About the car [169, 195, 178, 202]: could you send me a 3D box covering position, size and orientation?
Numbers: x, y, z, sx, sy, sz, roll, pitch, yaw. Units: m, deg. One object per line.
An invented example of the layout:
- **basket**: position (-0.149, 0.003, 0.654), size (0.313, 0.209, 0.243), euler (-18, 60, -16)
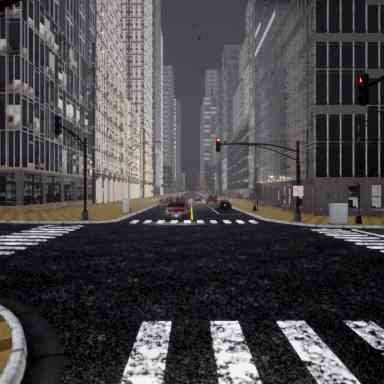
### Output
- **car**: position (-4.116, 1.426, 74.920), size (1.967, 1.590, 4.097), euler (0, 0, 0)

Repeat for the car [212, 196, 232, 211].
- **car**: position (3.941, 1.579, 41.786), size (1.947, 1.339, 4.313), euler (0, 0, 0)

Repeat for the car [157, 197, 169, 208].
- **car**: position (-4.010, 1.592, 47.281), size (1.802, 1.307, 4.206), euler (0, 0, 0)

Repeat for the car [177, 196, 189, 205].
- **car**: position (-1.557, 1.547, 61.612), size (2.033, 1.411, 5.357), euler (0, 0, 0)

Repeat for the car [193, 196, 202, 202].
- **car**: position (1.218, 1.529, 72.899), size (2.033, 1.411, 5.357), euler (0, 0, 0)

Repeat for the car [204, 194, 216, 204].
- **car**: position (3.807, 1.313, 63.894), size (2.192, 1.841, 5.009), euler (0, 0, 0)

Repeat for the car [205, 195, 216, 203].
- **car**: position (3.785, 1.432, 69.423), size (1.967, 1.590, 4.097), euler (0, 0, 0)

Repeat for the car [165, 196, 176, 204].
- **car**: position (-4.073, 1.563, 63.864), size (1.947, 1.339, 4.313), euler (0, 0, 0)

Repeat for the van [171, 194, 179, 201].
- **van**: position (-4.138, 1.321, 80.447), size (1.690, 1.788, 3.998), euler (0, 0, 0)

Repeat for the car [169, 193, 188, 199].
- **car**: position (-1.529, 1.364, 44.330), size (2.097, 1.767, 4.553), euler (0, 0, 0)

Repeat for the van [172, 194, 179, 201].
- **van**: position (-4.159, 1.315, 85.975), size (1.690, 1.788, 3.998), euler (0, 0, 0)

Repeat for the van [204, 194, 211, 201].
- **van**: position (3.742, 1.321, 80.478), size (1.690, 1.788, 3.998), euler (0, 0, 0)

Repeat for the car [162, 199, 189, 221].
- **car**: position (-1.300, 1.545, 27.668), size (1.812, 1.442, 4.674), euler (0, 0, -3)
